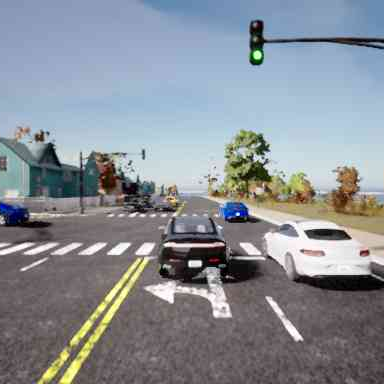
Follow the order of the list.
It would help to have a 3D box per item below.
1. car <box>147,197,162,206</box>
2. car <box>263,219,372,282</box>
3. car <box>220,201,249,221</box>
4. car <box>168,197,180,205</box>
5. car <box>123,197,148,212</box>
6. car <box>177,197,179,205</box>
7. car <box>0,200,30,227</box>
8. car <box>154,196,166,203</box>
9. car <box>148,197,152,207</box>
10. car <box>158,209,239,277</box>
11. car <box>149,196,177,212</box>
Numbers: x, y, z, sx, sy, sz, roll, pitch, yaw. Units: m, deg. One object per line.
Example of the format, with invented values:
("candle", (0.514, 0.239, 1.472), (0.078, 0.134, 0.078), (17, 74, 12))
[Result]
("car", (-6.498, 1.546, 57.656), (2.033, 1.411, 5.357), (0, 0, 0))
("car", (3.349, 1.518, 9.622), (1.812, 1.442, 4.674), (0, 0, 0))
("car", (3.351, 1.464, 26.807), (1.882, 1.535, 5.008), (0, 0, 0))
("car", (-3.248, 1.601, 59.333), (1.895, 1.301, 4.718), (0, 0, 0))
("car", (-6.588, 1.494, 38.220), (1.837, 1.490, 4.892), (0, 0, 0))
("car", (-3.311, 1.471, 49.324), (1.882, 1.535, 5.008), (0, 0, 0))
("car", (-12.874, 1.263, 20.811), (5.008, 1.535, 1.882), (2, -1, -1))
("car", (-6.498, 1.555, 68.022), (2.033, 1.411, 5.357), (0, 0, 0))
("car", (-6.572, 1.497, 47.630), (1.837, 1.490, 4.892), (0, 0, 0))
("car", (-0.032, 1.483, 10.262), (2.128, 1.511, 4.902), (0, 0, -2))
("car", (-3.303, 1.537, 39.339), (2.033, 1.411, 5.357), (0, 0, 3))
